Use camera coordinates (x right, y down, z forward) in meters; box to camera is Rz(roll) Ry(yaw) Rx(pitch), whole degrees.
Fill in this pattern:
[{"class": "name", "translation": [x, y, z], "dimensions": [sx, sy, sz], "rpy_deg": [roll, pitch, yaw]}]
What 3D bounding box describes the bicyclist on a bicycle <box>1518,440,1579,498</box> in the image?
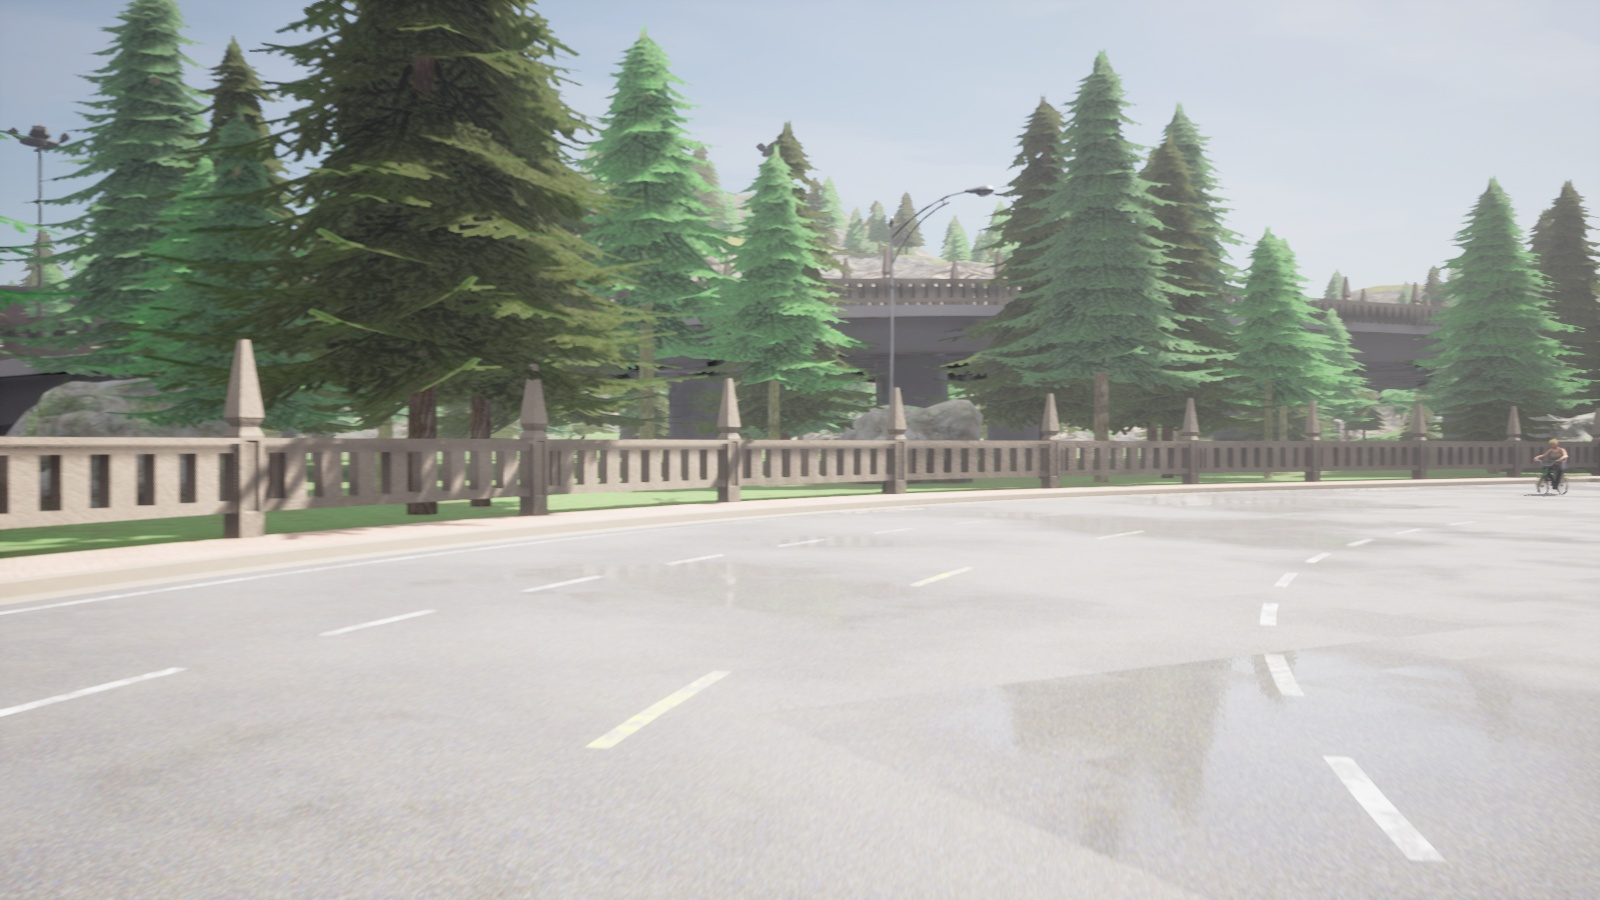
[{"class": "bicyclist on a bicycle", "translation": [21.366, 0.523, 35.836], "dimensions": [1.509, 1.612, 0.866], "rpy_deg": [0, 0, -30]}]
